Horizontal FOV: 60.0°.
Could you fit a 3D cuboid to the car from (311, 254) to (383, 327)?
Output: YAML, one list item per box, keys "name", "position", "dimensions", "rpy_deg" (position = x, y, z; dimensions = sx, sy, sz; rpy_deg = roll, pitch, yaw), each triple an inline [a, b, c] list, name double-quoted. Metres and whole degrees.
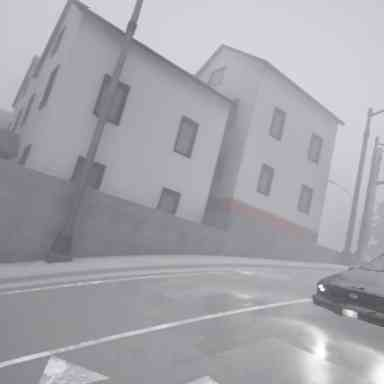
- name: "car"
  position: [5.054, 2.119, 7.437]
  dimensions: [5.357, 1.411, 2.033]
  rpy_deg: [9, -5, -34]
